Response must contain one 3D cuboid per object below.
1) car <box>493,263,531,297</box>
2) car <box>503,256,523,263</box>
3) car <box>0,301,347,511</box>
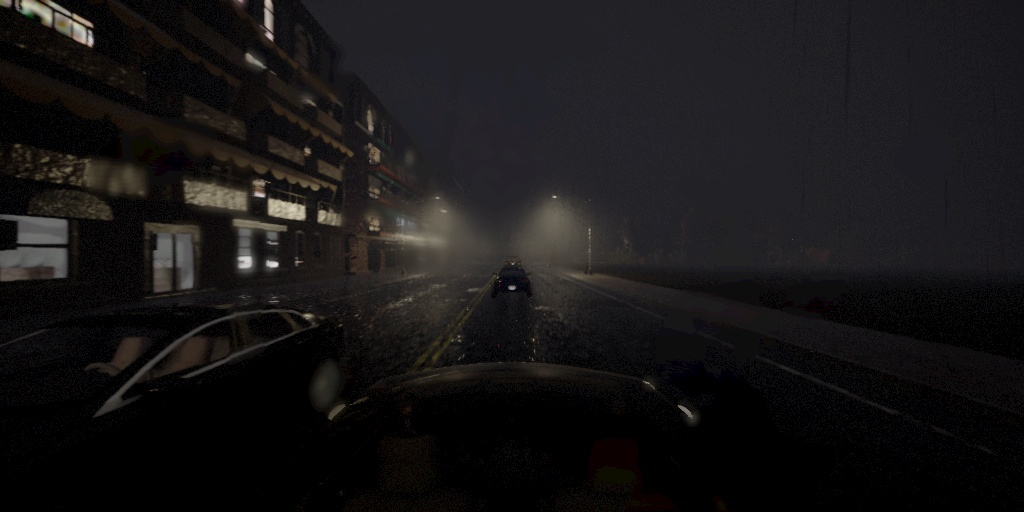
[{"bbox_3d":[0.005,1.284,18.811,1.812,1.442,4.674,0,0,0],"label":"car"},{"bbox_3d":[0.101,0.991,42.317,2.150,2.045,5.566,0,0,0],"label":"car"},{"bbox_3d":[-3.311,1.244,3.233,2.128,1.511,4.902,0,0,0],"label":"car"}]
